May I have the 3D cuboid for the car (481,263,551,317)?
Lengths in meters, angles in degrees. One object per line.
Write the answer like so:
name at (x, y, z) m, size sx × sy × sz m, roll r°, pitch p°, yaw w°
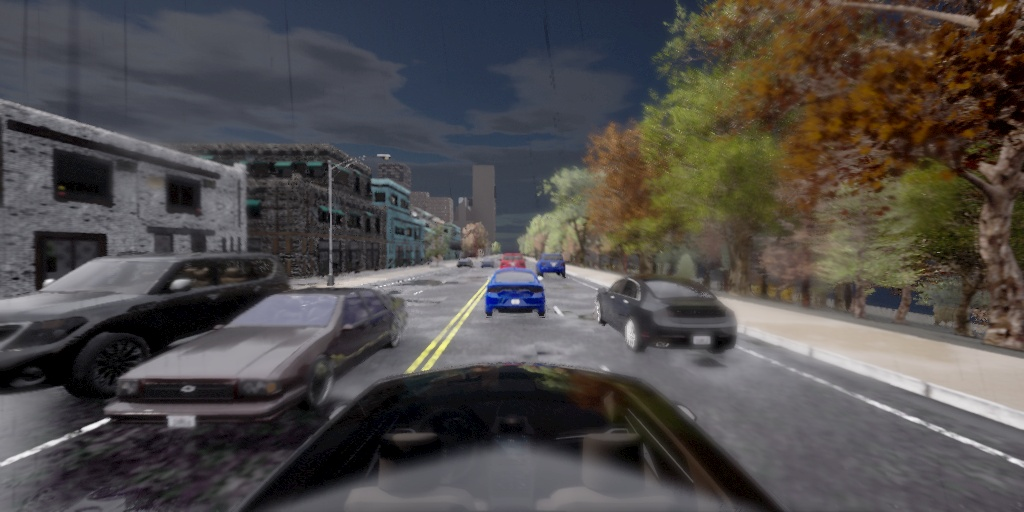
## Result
car at (0.103, 1.167, 12.873) m, size 1.882 × 1.535 × 5.008 m, roll 0°, pitch 0°, yaw 0°

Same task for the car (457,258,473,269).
car at (-6.551, 1.031, 50.576) m, size 2.033 × 1.411 × 5.357 m, roll 0°, pitch 0°, yaw 0°

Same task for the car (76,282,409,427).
car at (-3.350, 1.273, 6.296) m, size 2.033 × 1.411 × 5.357 m, roll 0°, pitch 0°, yaw 0°

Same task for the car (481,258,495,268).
car at (-3.303, 1.033, 50.247) m, size 2.033 × 1.411 × 5.357 m, roll 0°, pitch 0°, yaw 0°

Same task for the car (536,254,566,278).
car at (3.360, 0.809, 31.462) m, size 2.150 × 2.045 × 5.566 m, roll 0°, pitch 0°, yaw 0°

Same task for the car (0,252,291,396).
car at (-6.599, 0.944, 6.804) m, size 2.150 × 2.045 × 5.566 m, roll 0°, pitch 0°, yaw 0°

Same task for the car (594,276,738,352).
car at (3.351, 1.217, 8.745) m, size 1.837 × 1.490 × 4.892 m, roll 0°, pitch 1°, yaw 0°

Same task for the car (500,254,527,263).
car at (0.110, 0.810, 31.402) m, size 2.150 × 2.045 × 5.566 m, roll 0°, pitch 0°, yaw 0°
